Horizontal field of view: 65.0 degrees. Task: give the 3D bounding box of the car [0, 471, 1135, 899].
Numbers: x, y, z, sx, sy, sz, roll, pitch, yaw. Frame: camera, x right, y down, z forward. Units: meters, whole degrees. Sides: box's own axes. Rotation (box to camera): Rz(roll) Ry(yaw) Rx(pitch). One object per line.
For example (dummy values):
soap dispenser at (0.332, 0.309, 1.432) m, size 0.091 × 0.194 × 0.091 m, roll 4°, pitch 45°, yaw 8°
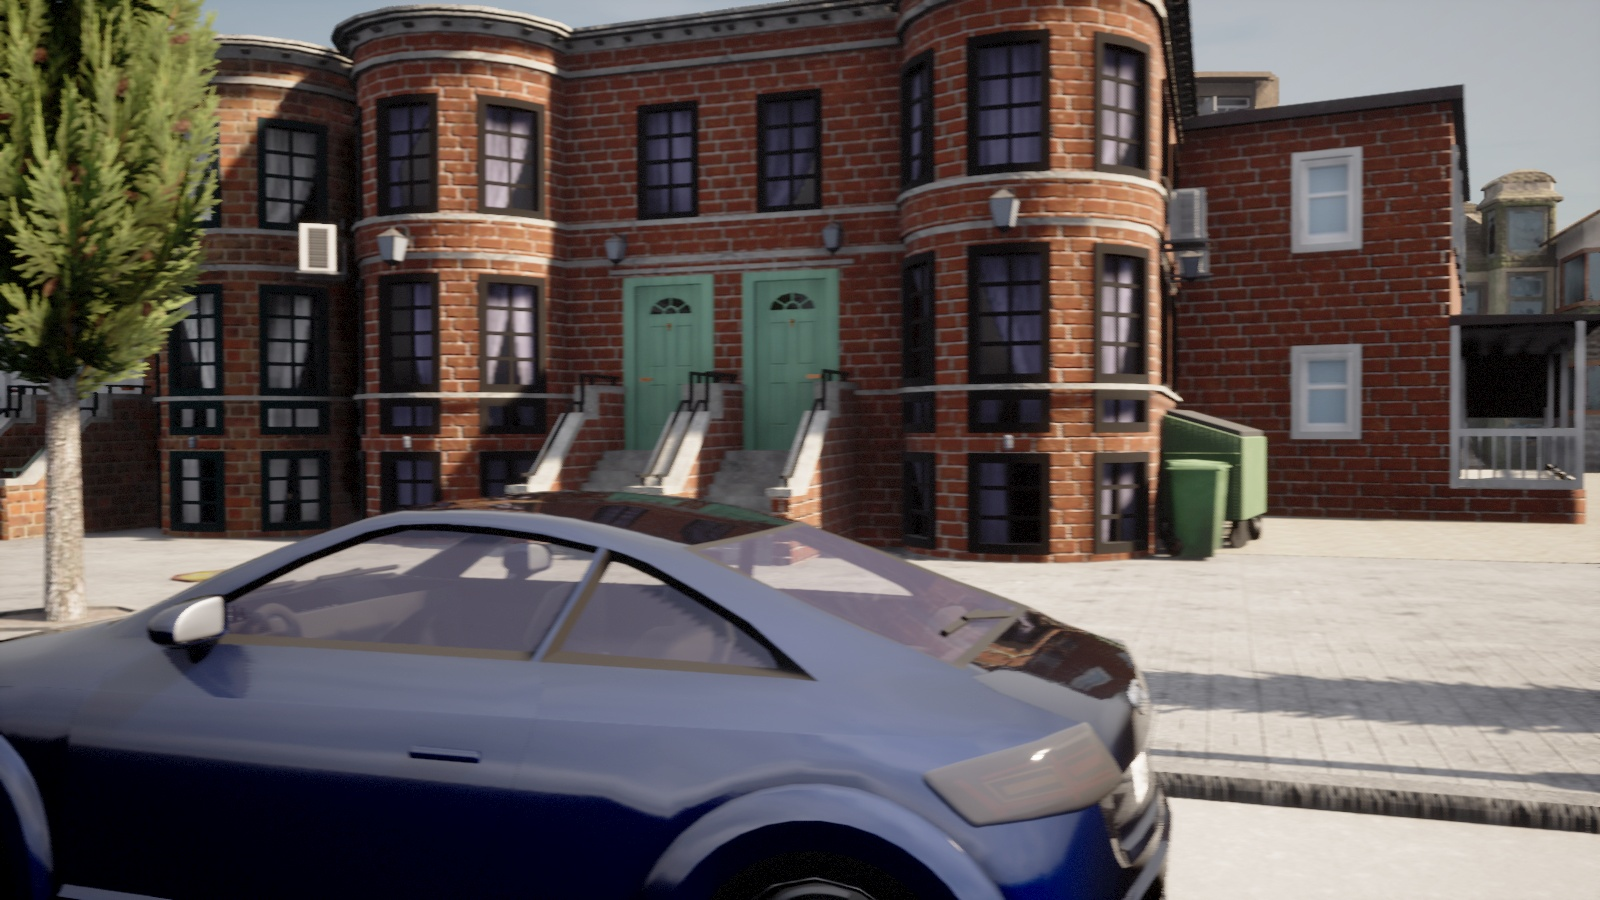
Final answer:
car at (-1.135, 0.820, 4.103) m, size 4.181 × 1.385 × 1.994 m, roll 1°, pitch 1°, yaw 19°
